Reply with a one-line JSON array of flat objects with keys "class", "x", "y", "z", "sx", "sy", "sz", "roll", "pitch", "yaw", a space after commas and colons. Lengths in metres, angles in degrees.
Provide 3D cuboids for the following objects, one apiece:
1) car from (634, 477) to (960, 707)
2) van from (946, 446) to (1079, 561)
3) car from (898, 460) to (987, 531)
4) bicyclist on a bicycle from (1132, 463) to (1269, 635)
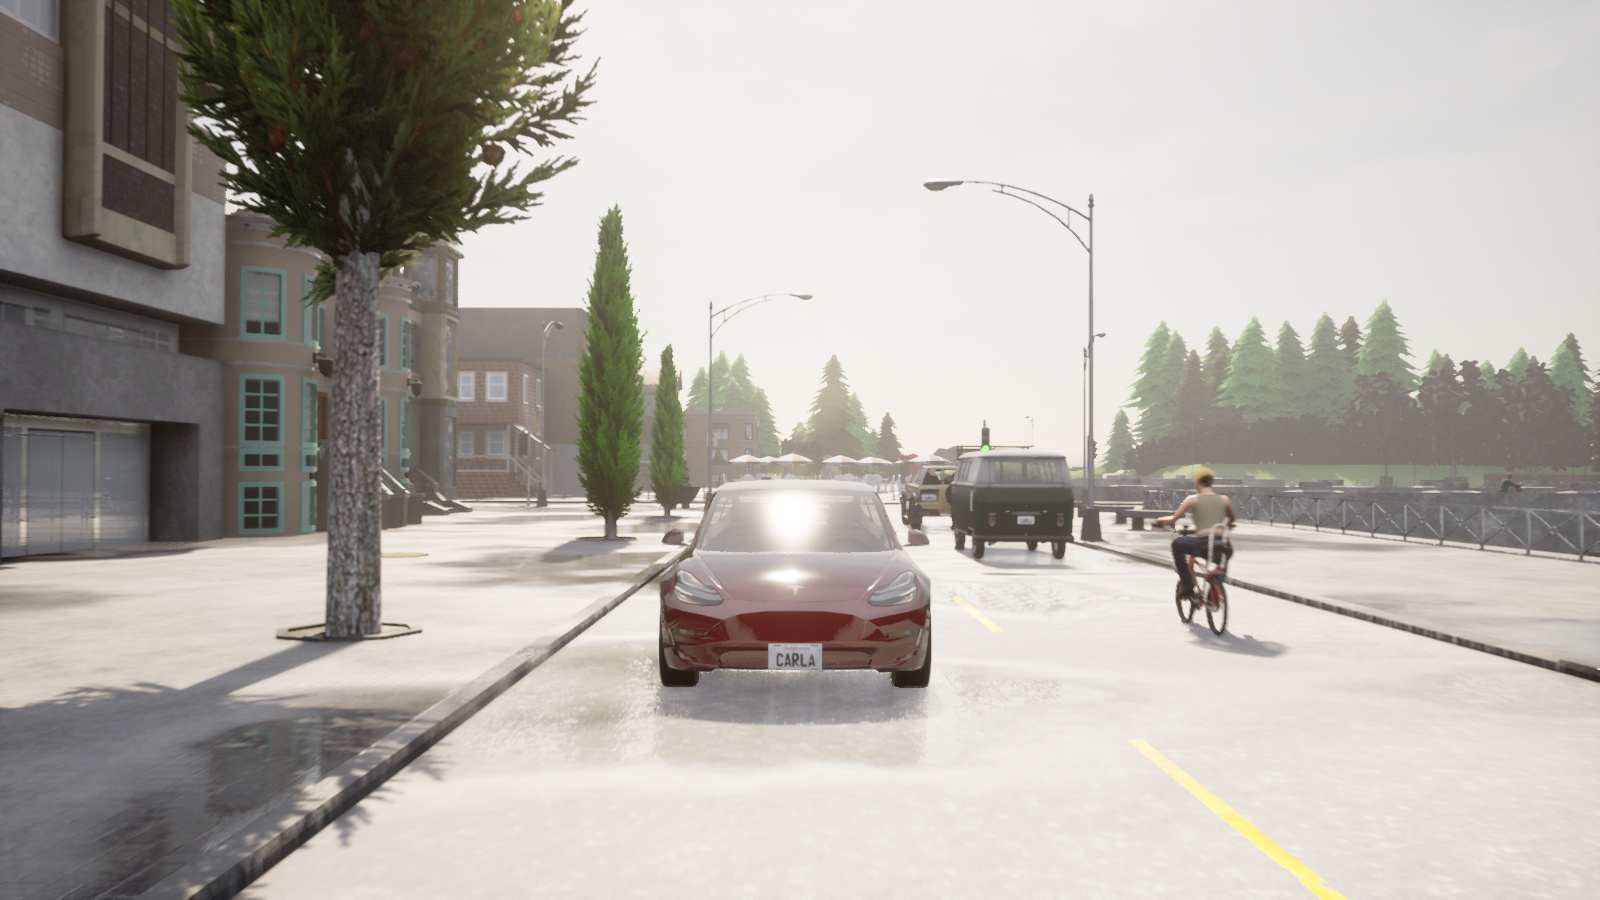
[{"class": "car", "x": -0.028, "y": 0.994, "z": 10.738, "sx": 2.163, "sy": 1.488, "sz": 4.792, "roll": 0, "pitch": -1, "yaw": 0}, {"class": "van", "x": 3.935, "y": 0.954, "z": 23.982, "sx": 1.775, "sy": 1.987, "sz": 4.442, "roll": 0, "pitch": -1, "yaw": 0}, {"class": "car", "x": 3.909, "y": 1.206, "z": 35.146, "sx": 1.932, "sy": 1.855, "sz": 4.605, "roll": 0, "pitch": 0, "yaw": 0}, {"class": "bicyclist on a bicycle", "x": 3.971, "y": 0.946, "z": 12.576, "sx": 0.866, "sy": 1.612, "sz": 1.509, "roll": 0, "pitch": -1, "yaw": 0}]
